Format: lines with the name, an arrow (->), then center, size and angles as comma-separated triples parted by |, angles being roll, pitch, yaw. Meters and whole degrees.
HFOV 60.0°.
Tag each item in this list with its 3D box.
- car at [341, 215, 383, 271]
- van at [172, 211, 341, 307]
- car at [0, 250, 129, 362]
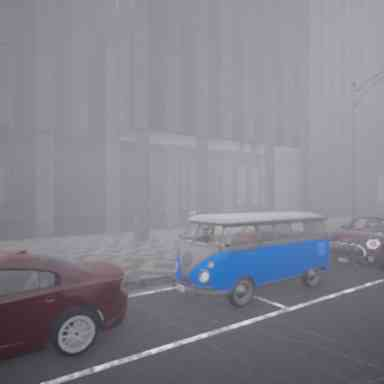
car -> 6.085, 1.493, 10.996 | 4.097, 1.590, 1.967 | 0, 0, -36
van -> 1.497, 1.367, 7.722 | 3.998, 1.788, 1.690 | 0, 0, -36
car -> -3.091, 1.545, 4.447 | 4.507, 1.381, 1.887 | 0, 0, -36
